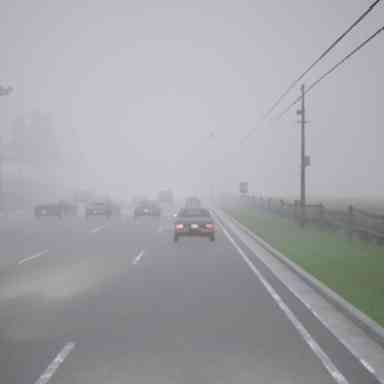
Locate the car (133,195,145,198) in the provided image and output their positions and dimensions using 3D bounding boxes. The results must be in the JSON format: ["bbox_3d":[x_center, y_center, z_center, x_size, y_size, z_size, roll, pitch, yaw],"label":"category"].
[{"bbox_3d":[-6.992,1.128,44.969,2.033,1.411,5.357,0,1,0],"label":"car"}]

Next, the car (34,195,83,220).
[{"bbox_3d":[-10.401,1.236,25.835,1.882,1.535,5.008,0,0,0],"label":"car"}]

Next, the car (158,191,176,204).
[{"bbox_3d":[-3.491,0.803,45.179,2.150,2.045,5.566,0,1,0],"label":"car"}]

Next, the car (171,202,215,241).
[{"bbox_3d":[0.101,1.399,15.830,2.033,1.411,5.357,0,1,0],"label":"car"}]

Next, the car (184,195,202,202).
[{"bbox_3d":[0.099,1.136,39.677,1.837,1.490,4.892,0,1,0],"label":"car"}]

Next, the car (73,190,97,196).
[{"bbox_3d":[-14.002,0.813,43.811,2.150,2.045,5.566,0,1,0],"label":"car"}]

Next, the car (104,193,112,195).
[{"bbox_3d":[-10.483,1.094,46.271,1.812,1.442,4.674,0,1,0],"label":"car"}]

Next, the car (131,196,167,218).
[{"bbox_3d":[-3.401,1.313,26.710,1.994,1.385,4.181,0,0,0],"label":"car"}]

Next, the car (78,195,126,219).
[{"bbox_3d":[-6.901,1.245,26.158,2.128,1.511,4.902,0,0,0],"label":"car"}]
